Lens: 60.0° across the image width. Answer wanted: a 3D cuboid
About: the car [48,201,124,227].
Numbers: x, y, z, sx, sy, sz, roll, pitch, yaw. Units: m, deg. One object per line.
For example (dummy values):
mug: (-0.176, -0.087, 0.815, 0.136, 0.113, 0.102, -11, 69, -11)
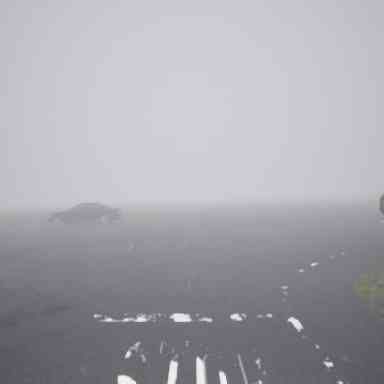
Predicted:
car: (-7.203, 1.434, 22.695, 5.008, 1.535, 1.882, -2, 2, 0)
